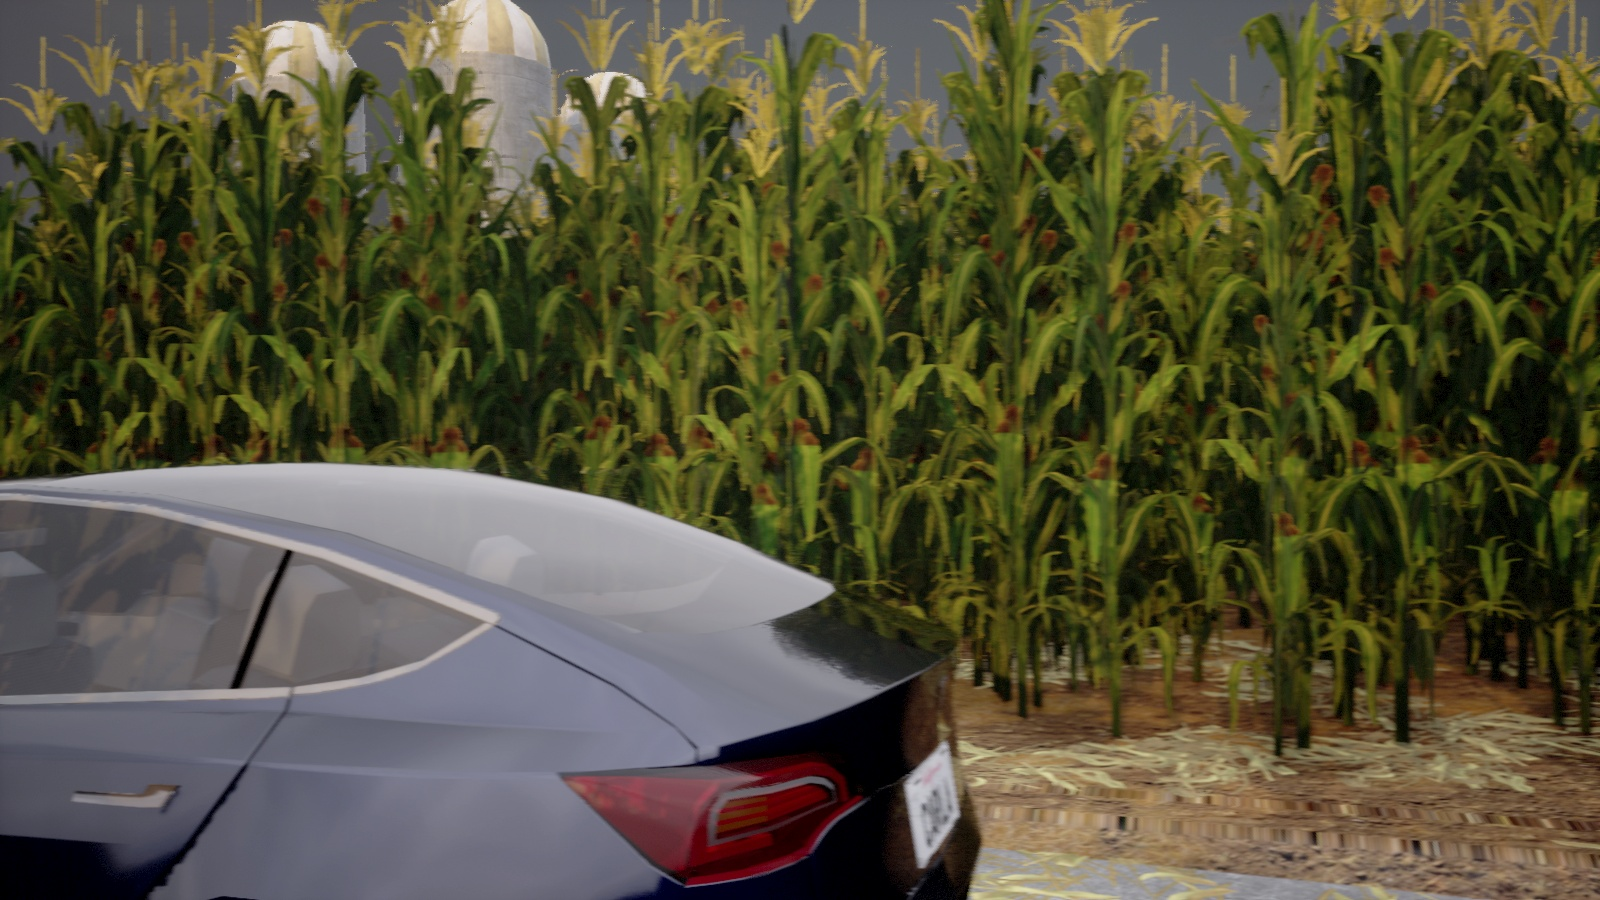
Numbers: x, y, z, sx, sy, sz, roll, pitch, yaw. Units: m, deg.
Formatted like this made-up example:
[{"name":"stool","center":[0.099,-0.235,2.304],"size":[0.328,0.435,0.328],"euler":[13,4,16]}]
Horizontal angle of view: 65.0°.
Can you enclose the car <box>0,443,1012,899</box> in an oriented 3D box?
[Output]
[{"name":"car","center":[-1.998,0.755,3.443],"size":[4.792,1.488,2.163],"euler":[1,1,19]}]
